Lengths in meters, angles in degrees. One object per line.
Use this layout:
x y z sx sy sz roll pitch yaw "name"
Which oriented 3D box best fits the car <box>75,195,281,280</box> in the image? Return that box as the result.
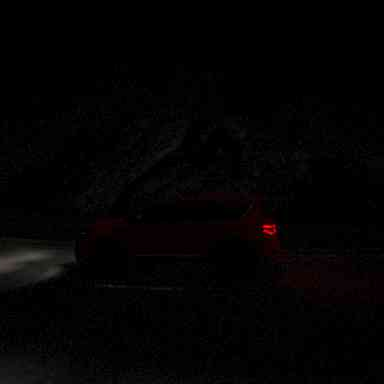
-0.378 1.120 9.399 5.566 2.045 2.150 -1 1 7 "car"
